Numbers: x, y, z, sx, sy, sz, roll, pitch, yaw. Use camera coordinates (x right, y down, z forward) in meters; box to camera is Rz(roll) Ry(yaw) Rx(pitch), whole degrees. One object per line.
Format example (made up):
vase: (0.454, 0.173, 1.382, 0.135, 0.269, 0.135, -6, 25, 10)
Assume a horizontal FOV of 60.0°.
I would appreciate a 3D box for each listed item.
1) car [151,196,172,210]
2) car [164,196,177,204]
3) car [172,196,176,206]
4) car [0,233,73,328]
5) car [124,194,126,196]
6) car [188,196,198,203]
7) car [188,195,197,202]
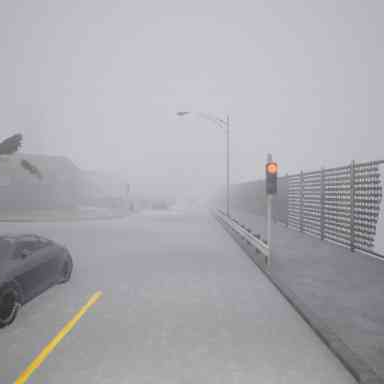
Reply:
car: (-4.058, 1.477, 42.778, 1.882, 1.535, 5.008, 0, 0, 0)
car: (-3.999, 1.546, 62.952, 2.033, 1.411, 5.357, 0, 0, 0)
car: (-4.041, 1.504, 52.496, 1.837, 1.490, 4.892, 0, 0, 0)
car: (-4.036, 1.564, 6.811, 1.994, 1.385, 4.181, 0, 0, 1)
car: (-17.204, 1.133, 78.223, 3.633, 1.501, 1.845, 0, 0, 0)
car: (0.168, 1.546, 67.996, 2.033, 1.411, 5.357, 0, 0, -1)
car: (0.074, 1.538, 78.624, 2.033, 1.411, 5.357, 0, 0, 0)
